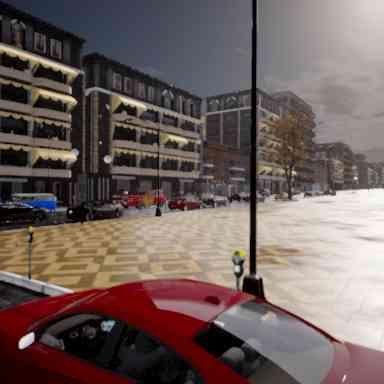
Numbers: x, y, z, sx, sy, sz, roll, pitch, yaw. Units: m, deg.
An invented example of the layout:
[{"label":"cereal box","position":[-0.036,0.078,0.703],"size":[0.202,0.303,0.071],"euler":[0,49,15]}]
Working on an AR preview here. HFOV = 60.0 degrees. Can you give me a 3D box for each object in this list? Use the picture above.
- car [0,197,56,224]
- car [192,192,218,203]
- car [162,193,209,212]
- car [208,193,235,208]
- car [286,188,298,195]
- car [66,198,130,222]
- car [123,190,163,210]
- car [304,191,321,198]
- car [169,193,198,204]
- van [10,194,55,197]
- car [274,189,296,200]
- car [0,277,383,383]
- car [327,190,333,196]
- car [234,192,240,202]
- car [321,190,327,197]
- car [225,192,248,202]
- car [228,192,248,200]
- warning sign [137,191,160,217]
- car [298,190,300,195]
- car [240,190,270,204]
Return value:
[{"label":"car","position":[-11.659,1.312,21.417],"size":[2.128,1.511,4.902],"euler":[0,1,33]},{"label":"car","position":[2.063,0.817,51.477],"size":[2.008,1.369,4.403],"euler":[2,2,35]},{"label":"car","position":[-0.536,1.139,32.967],"size":[1.887,1.381,4.507],"euler":[2,2,35]},{"label":"car","position":[2.629,1.057,37.550],"size":[2.008,1.369,4.403],"euler":[2,2,35]},{"label":"car","position":[24.217,-0.021,83.547],"size":[2.192,1.841,5.009],"euler":[2,2,35]},{"label":"car","position":[-6.864,1.336,23.804],"size":[1.947,1.339,4.313],"euler":[2,2,35]},{"label":"car","position":[-5.278,0.768,36.303],"size":[2.150,2.045,5.566],"euler":[1,1,35]},{"label":"car","position":[24.782,0.452,69.628],"size":[2.008,1.369,4.403],"euler":[2,2,35]},{"label":"car","position":[-1.101,0.919,46.895],"size":[1.947,1.339,4.313],"euler":[2,2,35]},{"label":"van","position":[-13.757,1.045,28.560],"size":[1.690,1.788,3.998],"euler":[2,2,35]},{"label":"car","position":[15.385,0.682,56.019],"size":[1.752,1.417,4.829],"euler":[2,2,35]},{"label":"car","position":[-0.436,1.545,3.176],"size":[4.507,1.381,1.887],"euler":[0,0,35]},{"label":"car","position":[34.276,0.085,83.371],"size":[1.967,1.590,4.097],"euler":[2,2,35]},{"label":"car","position":[7.082,0.808,48.668],"size":[1.837,1.490,4.892],"euler":[1,1,35]},{"label":"car","position":[27.946,0.366,74.209],"size":[2.008,1.369,4.403],"euler":[2,2,35]},{"label":"car","position":[7.300,0.769,54.359],"size":[1.994,1.385,4.181],"euler":[1,1,35]},{"label":"car","position":[8.392,0.659,60.642],"size":[1.947,1.339,4.313],"euler":[2,2,35]},{"label":"warning sign","position":[-3.249,0.857,24.894],"size":[1.300,1.860,1.060],"euler":[-1,0,35]},{"label":"car","position":[27.380,0.123,88.136],"size":[1.887,1.381,4.507],"euler":[2,2,35]},{"label":"car","position":[8.959,0.883,46.715],"size":[2.008,1.369,4.403],"euler":[2,2,35]}]
